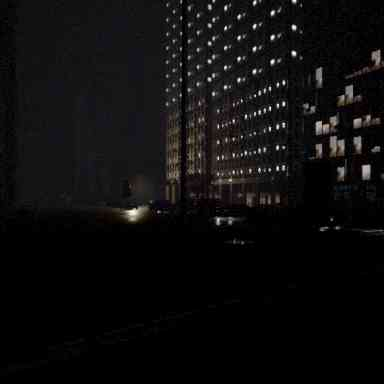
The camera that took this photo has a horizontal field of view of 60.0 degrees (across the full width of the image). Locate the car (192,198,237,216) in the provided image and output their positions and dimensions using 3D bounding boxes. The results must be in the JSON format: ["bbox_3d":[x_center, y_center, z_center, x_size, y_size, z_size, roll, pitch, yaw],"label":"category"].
[{"bbox_3d":[2.499,1.734,39.021,2.150,2.045,5.566,0,-1,-26],"label":"car"}]

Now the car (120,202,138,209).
[{"bbox_3d":[-11.235,2.525,61.312,2.008,1.369,4.403,-1,-1,-26],"label":"car"}]

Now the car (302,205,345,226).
[{"bbox_3d":[8.879,1.744,25.892,2.128,1.511,4.902,0,-1,-26],"label":"car"}]

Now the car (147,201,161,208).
[{"bbox_3d":[-8.615,2.808,75.092,1.802,1.307,4.206,-1,-1,-26],"label":"car"}]

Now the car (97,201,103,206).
[{"bbox_3d":[-23.529,3.053,86.602,1.887,1.381,4.507,-1,-1,-26],"label":"car"}]

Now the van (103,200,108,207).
[{"bbox_3d":[-18.615,2.634,76.488,1.690,1.788,3.998,-1,-1,-26],"label":"van"}]

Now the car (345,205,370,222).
[{"bbox_3d":[13.516,1.854,29.568,2.008,1.369,4.403,-1,-1,-26],"label":"car"}]

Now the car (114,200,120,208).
[{"bbox_3d":[-13.620,2.602,66.218,1.752,1.417,4.829,-1,-1,-26],"label":"car"}]

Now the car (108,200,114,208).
[{"bbox_3d":[-16.153,2.731,71.429,1.887,1.381,4.507,-1,-1,-26],"label":"car"}]

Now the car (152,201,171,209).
[{"bbox_3d":[-5.875,2.469,63.329,1.882,1.535,5.008,0,-1,-26],"label":"car"}]

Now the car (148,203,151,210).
[{"bbox_3d":[-5.692,2.420,56.073,1.994,1.385,4.181,0,-1,-26],"label":"car"}]

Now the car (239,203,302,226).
[{"bbox_3d":[5.979,1.813,25.904,2.008,1.369,4.403,-1,-1,-26],"label":"car"}]

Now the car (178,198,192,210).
[{"bbox_3d":[-1.330,2.024,54.099,2.150,2.045,5.566,0,-1,-26],"label":"car"}]

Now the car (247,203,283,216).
[{"bbox_3d":[8.598,2.068,39.685,1.947,1.339,4.313,-1,-1,-26],"label":"car"}]

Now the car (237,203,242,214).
[{"bbox_3d":[6.139,2.168,44.743,1.947,1.339,4.313,-1,-1,-26],"label":"car"}]

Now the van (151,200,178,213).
[{"bbox_3d":[-3.861,2.005,46.141,1.690,1.788,3.998,-1,-1,-26],"label":"van"}]
